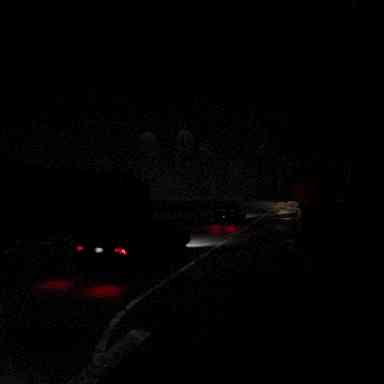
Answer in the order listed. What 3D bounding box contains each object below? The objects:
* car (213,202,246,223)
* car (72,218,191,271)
[{"bbox_3d":[2.942,1.492,25.343,2.128,1.511,4.902,0,0,18],"label":"car"},{"bbox_3d":[-1.657,1.563,11.065,2.033,1.411,5.357,0,0,18],"label":"car"}]
